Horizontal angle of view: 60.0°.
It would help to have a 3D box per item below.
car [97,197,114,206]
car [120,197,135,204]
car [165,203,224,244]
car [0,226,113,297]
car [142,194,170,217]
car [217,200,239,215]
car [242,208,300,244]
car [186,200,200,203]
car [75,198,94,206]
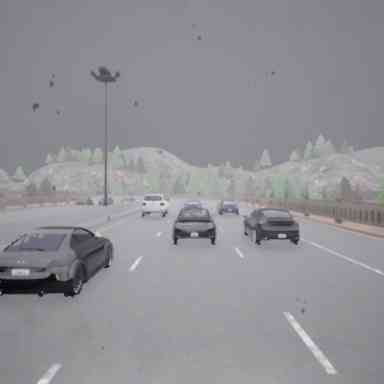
[{"bbox_3d":[-14.053,1.544,54.531,1.837,1.490,4.892,0,0,0],"label":"car"},{"bbox_3d":[-10.555,1.533,54.773,2.128,1.511,4.902,0,0,0],"label":"car"},{"bbox_3d":[0.100,1.486,15.670,2.128,1.511,4.902,0,0,0],"label":"car"},{"bbox_3d":[-3.400,1.561,8.606,1.994,1.385,4.181,0,0,0],"label":"car"},{"bbox_3d":[-3.401,1.222,31.611,2.150,2.045,5.566,0,0,0],"label":"car"},{"bbox_3d":[3.586,1.528,33.708,1.812,1.442,4.674,0,0,0],"label":"car"},{"bbox_3d":[3.600,1.500,15.716,1.837,1.490,4.892,0,0,0],"label":"car"},{"bbox_3d":[0.086,1.528,33.572,1.812,1.442,4.674,0,0,0],"label":"car"},{"bbox_3d":[-17.553,1.604,54.324,1.994,1.385,4.181,0,0,0],"label":"car"}]
